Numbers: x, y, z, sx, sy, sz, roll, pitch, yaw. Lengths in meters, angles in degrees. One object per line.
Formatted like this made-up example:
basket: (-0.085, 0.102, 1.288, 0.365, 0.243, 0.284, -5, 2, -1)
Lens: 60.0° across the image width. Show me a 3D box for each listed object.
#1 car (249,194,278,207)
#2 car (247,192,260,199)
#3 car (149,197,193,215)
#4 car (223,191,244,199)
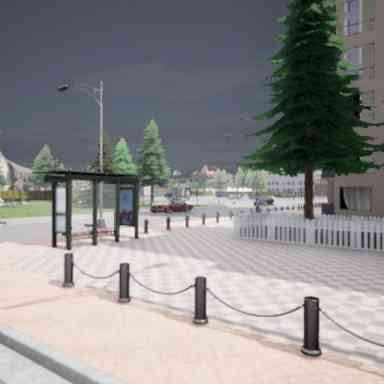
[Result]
car: (10.778, 1.375, 49.812, 1.837, 1.490, 4.892, 0, 0, 35)
car: (15.415, 1.163, 80.553, 3.633, 1.501, 1.845, 0, 0, 35)
car: (-1.917, 1.461, 31.913, 1.895, 1.301, 4.718, 0, 0, 35)
car: (11.056, 1.127, 87.257, 3.806, 1.475, 1.970, 0, 0, 35)
